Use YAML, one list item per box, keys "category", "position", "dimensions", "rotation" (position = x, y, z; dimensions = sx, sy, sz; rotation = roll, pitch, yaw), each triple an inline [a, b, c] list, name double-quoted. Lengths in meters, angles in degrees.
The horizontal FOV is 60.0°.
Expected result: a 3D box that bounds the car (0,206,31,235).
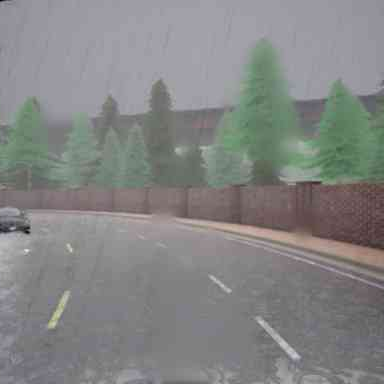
- category: "car"
  position: [-10.242, 1.533, 18.220]
  dimensions: [1.812, 1.442, 4.674]
  rotation: [0, 0, -38]
